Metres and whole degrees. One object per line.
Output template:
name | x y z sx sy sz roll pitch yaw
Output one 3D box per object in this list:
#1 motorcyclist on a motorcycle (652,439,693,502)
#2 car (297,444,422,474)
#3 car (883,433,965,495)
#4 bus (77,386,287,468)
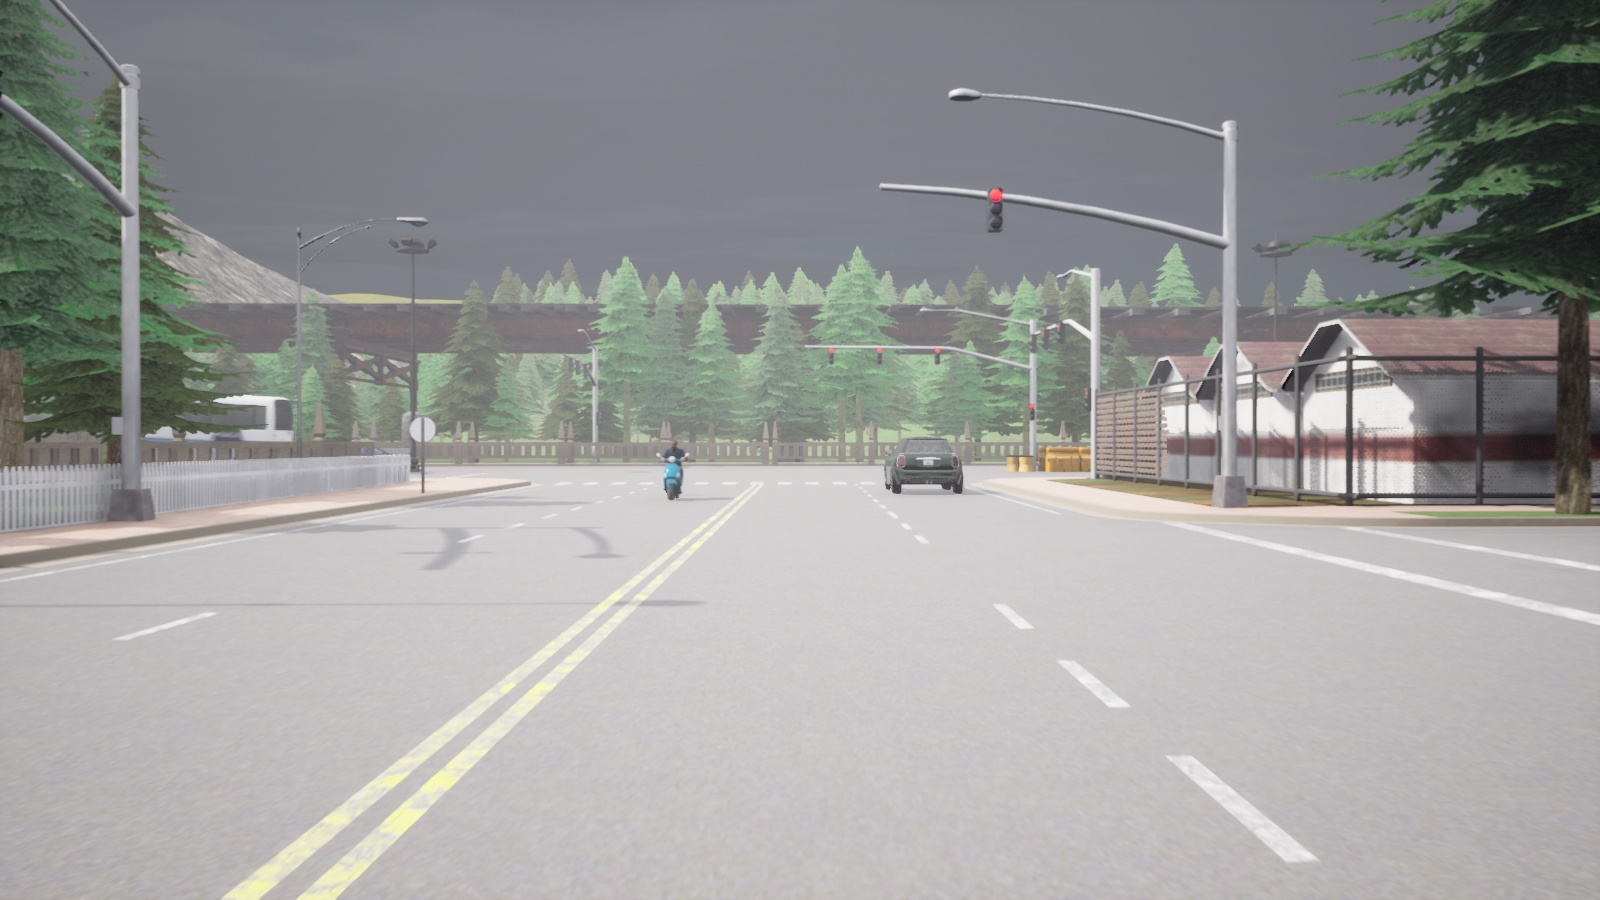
motorcyclist on a motorcycle | -3.299 0.509 32.665 0.866 1.590 1.817 0 0 0
car | -21.209 0.422 60.614 5.357 1.411 2.033 0 0 -1
car | 3.735 0.387 38.545 2.097 1.767 4.553 0 0 0
bus | -36.375 -1.323 74.229 10.273 4.253 3.944 3 0 -1
